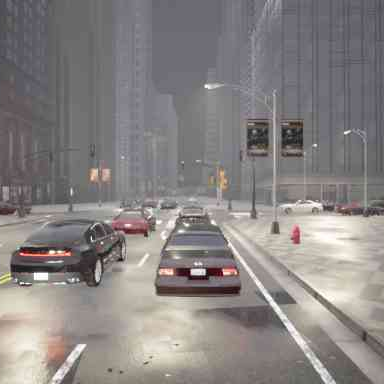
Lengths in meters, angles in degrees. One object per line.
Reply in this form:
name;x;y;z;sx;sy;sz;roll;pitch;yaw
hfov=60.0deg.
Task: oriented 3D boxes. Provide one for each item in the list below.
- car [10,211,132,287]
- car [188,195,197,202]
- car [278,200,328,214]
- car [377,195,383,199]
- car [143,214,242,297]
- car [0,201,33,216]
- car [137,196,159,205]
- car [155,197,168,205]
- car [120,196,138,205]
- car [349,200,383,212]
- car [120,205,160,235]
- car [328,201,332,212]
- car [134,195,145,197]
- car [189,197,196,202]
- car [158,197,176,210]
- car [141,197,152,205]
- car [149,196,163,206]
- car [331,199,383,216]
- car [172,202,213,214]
car;-3.136;1.516;9.351;1.837;1.490;4.892;0;0;0
car;0.127;1.685;80.637;2.150;2.045;5.566;0;0;0
car;11.692;1.601;35.924;4.674;1.442;1.812;0;-1;-1
car;21.526;1.264;36.071;5.566;2.045;2.150;0;-1;-1
car;0.120;1.557;8.762;2.033;1.411;5.357;0;0;0
car;-18.214;1.636;32.412;5.008;1.535;1.882;0;-1;-2
car;-6.515;1.777;50.847;2.033;1.411;5.357;0;0;0
car;-6.390;1.899;70.206;2.128;1.511;4.902;0;0;0
car;-9.795;1.734;50.739;1.837;1.490;4.892;0;0;-2
car;20.886;1.643;38.810;4.313;1.339;1.947;0;0;-1
car;-3.122;1.601;18.251;1.994;1.385;4.181;0;0;0
car;15.246;1.662;38.732;4.313;1.339;1.947;0;0;-1
car;-9.722;1.522;60.758;2.150;2.045;5.566;0;0;0
car;0.143;2.027;91.214;1.882;1.535;5.008;0;0;0
car;-3.249;1.770;47.394;1.994;1.385;4.181;0;0;2
car;-9.639;1.905;71.105;1.812;1.442;4.674;0;0;0
car;-6.476;1.647;60.129;2.097;1.767;4.553;0;0;0
car;15.363;1.577;30.208;4.206;1.307;1.802;0;0;-1
car;0.076;1.543;18.501;1.837;1.490;4.892;0;0;1
